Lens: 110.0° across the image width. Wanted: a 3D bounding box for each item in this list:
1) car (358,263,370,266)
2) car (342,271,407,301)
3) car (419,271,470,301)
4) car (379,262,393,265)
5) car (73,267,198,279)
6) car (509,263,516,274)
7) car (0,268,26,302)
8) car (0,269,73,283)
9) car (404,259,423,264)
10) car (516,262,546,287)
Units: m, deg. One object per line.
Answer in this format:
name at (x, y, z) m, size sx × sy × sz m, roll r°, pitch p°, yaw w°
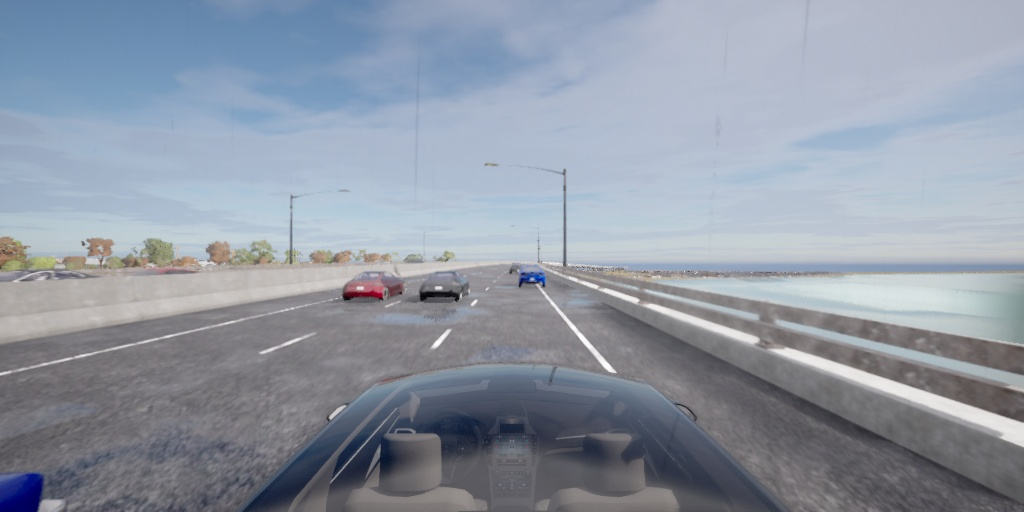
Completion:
car at (-23.676, 1.785, 56.550) m, size 1.895 × 1.301 × 4.718 m, roll 0°, pitch -1°, yaw 2°
car at (-6.819, 1.433, 18.169) m, size 1.994 × 1.385 × 4.181 m, roll 0°, pitch 0°, yaw 1°
car at (-3.319, 1.436, 18.311) m, size 1.994 × 1.385 × 4.181 m, roll 0°, pitch 0°, yaw 1°
car at (-20.150, 1.717, 57.301) m, size 1.812 × 1.442 × 4.674 m, roll 0°, pitch 0°, yaw 2°
car at (-17.522, 1.338, 17.697) m, size 1.882 × 1.535 × 5.008 m, roll 0°, pitch 0°, yaw 1°
car at (0.625, 1.601, 47.696) m, size 2.128 × 1.511 × 4.902 m, roll 0°, pitch -1°, yaw 2°
car at (-24.545, 1.326, 14.849) m, size 2.128 × 1.511 × 4.902 m, roll 0°, pitch 0°, yaw 0°
car at (-21.039, 1.334, 15.616) m, size 2.128 × 1.511 × 4.902 m, roll 0°, pitch 0°, yaw 1°
car at (-16.550, 1.441, 60.264) m, size 2.150 × 2.045 × 5.566 m, roll 0°, pitch -1°, yaw 3°
car at (1.392, 1.414, 26.345) m, size 1.882 × 1.535 × 5.008 m, roll 0°, pitch 0°, yaw 1°
